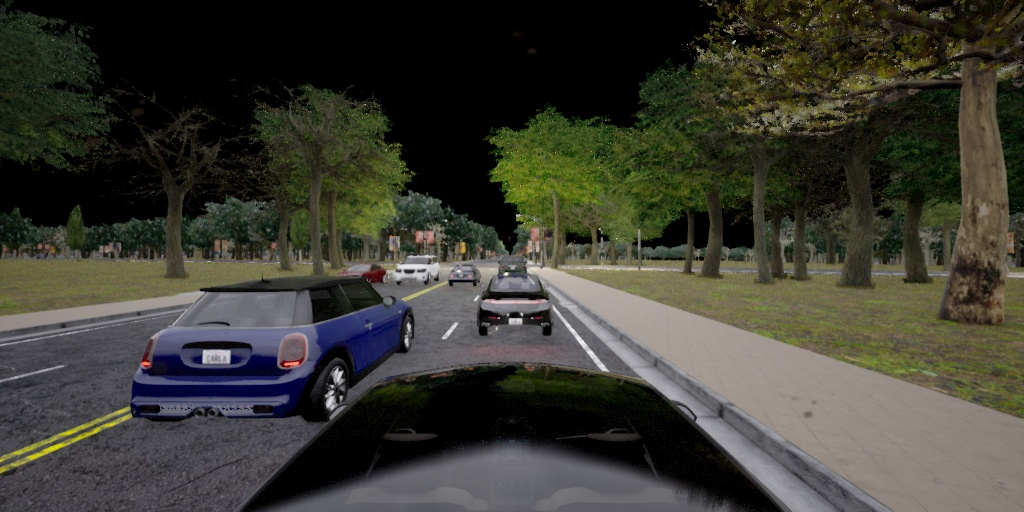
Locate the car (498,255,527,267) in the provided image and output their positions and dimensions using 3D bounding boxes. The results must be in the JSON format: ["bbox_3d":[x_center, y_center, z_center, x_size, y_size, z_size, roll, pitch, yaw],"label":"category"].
[{"bbox_3d":[0.045,0.967,28.429,2.150,2.045,5.566,0,0,0],"label":"car"}]

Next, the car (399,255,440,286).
[{"bbox_3d":[-6.650,0.965,25.831,2.150,2.045,5.566,0,0,0],"label":"car"}]

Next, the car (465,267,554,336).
[{"bbox_3d":[0.081,1.238,10.374,2.128,1.511,4.902,0,0,0],"label":"car"}]

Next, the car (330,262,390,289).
[{"bbox_3d":[-9.895,1.220,23.851,1.882,1.535,5.008,0,0,0],"label":"car"}]

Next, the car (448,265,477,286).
[{"bbox_3d":[-3.195,1.290,24.798,2.033,1.411,5.357,0,0,0],"label":"car"}]

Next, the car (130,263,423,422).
[{"bbox_3d":[-3.159,1.100,5.968,2.097,1.767,4.553,0,0,0],"label":"car"}]
